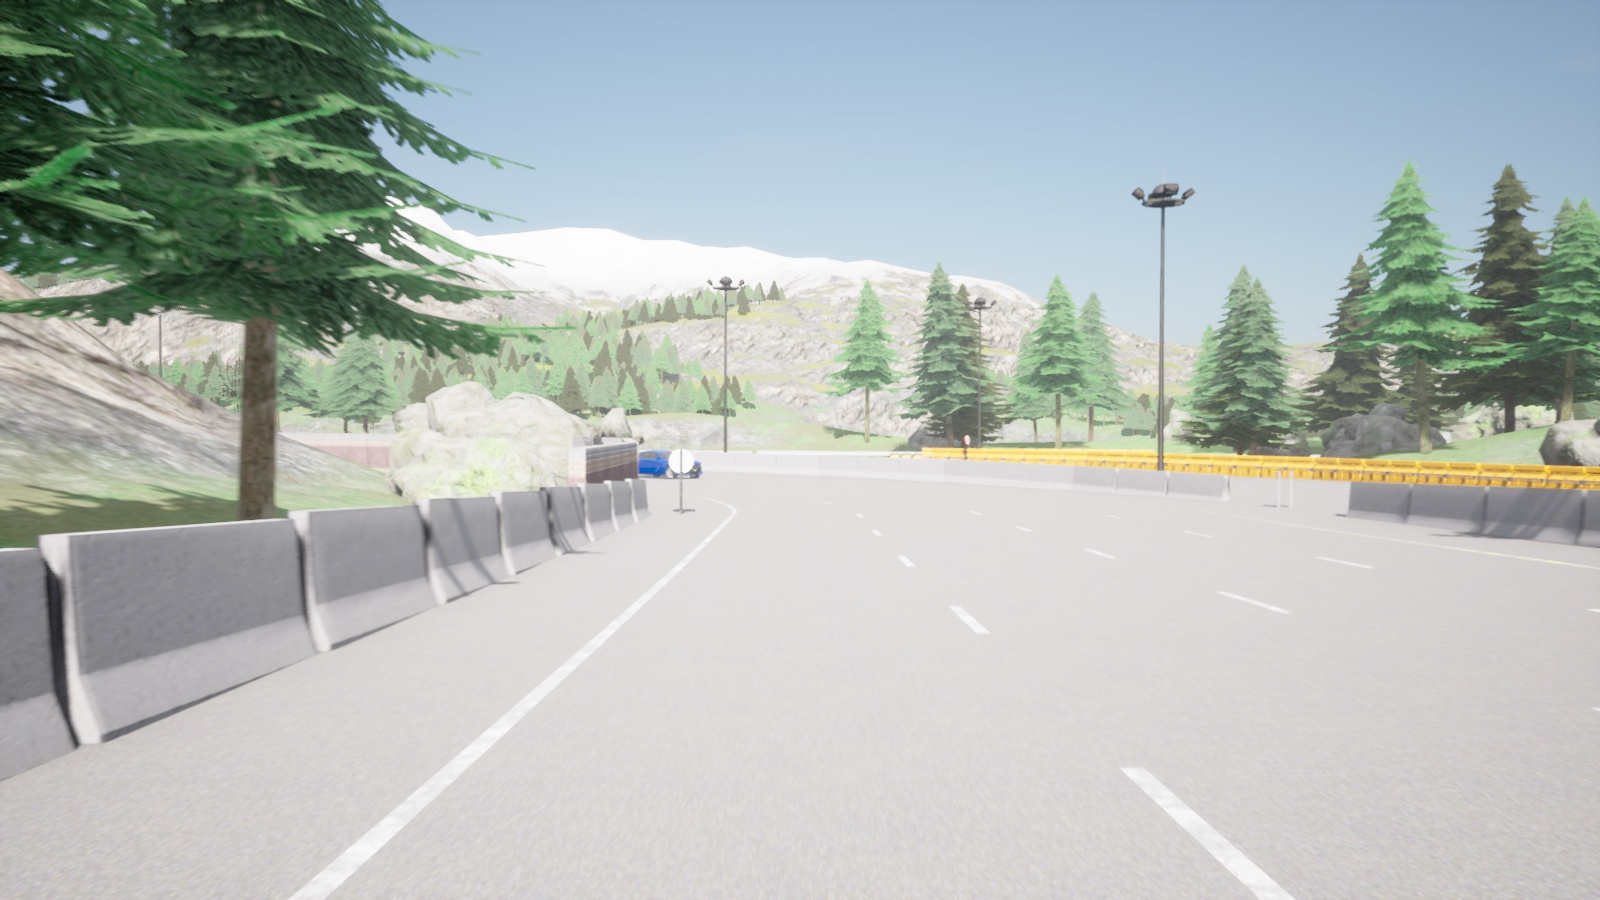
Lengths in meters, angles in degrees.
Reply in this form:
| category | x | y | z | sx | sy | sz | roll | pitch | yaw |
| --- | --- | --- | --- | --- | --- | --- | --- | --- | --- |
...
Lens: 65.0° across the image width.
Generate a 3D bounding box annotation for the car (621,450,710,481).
| category | x | y | z | sx | sy | sz | roll | pitch | yaw |
| --- | --- | --- | --- | --- | --- | --- | --- | --- | --- |
| car | -7.254 | 0.803 | 67.509 | 5.008 | 1.535 | 1.882 | 1 | 1 | 42 |
